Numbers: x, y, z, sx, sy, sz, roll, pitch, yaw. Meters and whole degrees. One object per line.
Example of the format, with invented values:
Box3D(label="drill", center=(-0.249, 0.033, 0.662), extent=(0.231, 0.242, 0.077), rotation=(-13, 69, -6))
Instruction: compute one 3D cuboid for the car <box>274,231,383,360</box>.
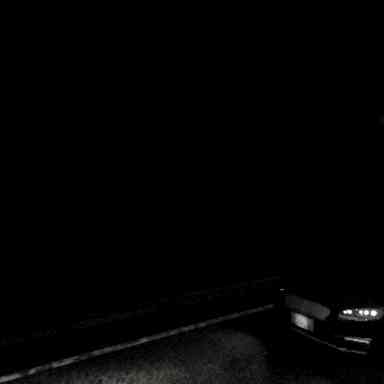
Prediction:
Box3D(label="car", center=(3.569, 1.487, 5.792), extent=(4.902, 1.511, 2.128), rotation=(0, 0, -32))
